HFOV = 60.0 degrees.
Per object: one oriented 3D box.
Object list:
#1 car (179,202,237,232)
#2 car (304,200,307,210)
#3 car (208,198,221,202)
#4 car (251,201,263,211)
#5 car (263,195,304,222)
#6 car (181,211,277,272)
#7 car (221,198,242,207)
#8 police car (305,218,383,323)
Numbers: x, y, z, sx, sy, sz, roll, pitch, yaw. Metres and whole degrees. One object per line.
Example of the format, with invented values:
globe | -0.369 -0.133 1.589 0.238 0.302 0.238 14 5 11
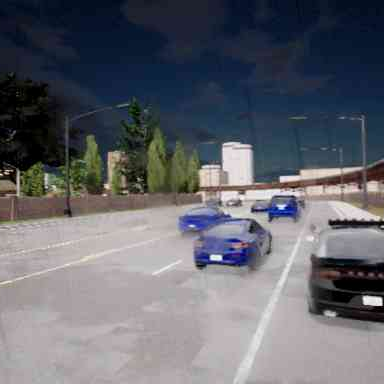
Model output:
car | 0.887 1.587 19.207 1.882 1.535 5.008 -1 0 21
car | 13.873 1.489 43.529 1.837 1.490 4.892 -1 0 21
car | 3.895 1.802 56.660 1.837 1.490 4.892 -1 -1 22
car | 7.929 1.640 37.533 1.994 1.385 4.181 -1 0 21
car | 7.397 1.235 26.412 2.150 2.045 5.566 -1 0 21
car | 1.468 1.567 10.959 1.812 1.442 4.674 -1 0 21
car | 6.973 1.707 54.927 2.128 1.511 4.902 -1 -1 22
police car | 3.582 1.395 7.315 1.930 1.638 5.238 -1 0 21
